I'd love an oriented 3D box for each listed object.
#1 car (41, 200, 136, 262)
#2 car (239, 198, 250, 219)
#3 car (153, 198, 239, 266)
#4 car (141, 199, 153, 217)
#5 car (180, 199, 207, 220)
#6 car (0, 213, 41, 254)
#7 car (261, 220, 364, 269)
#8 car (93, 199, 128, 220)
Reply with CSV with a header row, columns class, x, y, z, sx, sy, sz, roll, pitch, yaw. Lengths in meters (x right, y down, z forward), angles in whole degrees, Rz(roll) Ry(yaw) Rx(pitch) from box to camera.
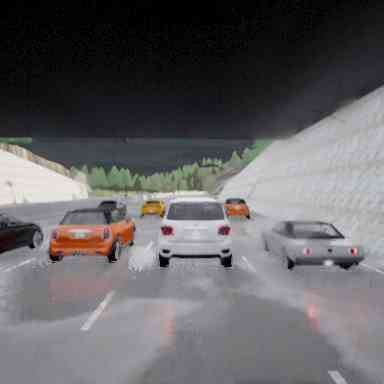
class,x,y,z,sx,sy,sz,roll,pitch,yaw
car,-3.399,1.324,12.216,2.097,1.767,4.553,0,0,0
car,3.595,1.287,28.476,2.097,1.767,4.553,0,0,0
car,0.101,1.195,11.542,2.150,2.045,5.566,0,0,0
car,-3.406,1.408,30.326,1.882,1.535,5.008,0,0,0
car,0.095,1.426,28.725,2.128,1.511,4.902,0,0,0
car,-6.899,1.465,11.423,2.128,1.511,4.902,0,0,0
car,3.600,1.576,10.975,1.895,1.301,4.718,0,0,0
car,-6.905,1.439,28.809,1.837,1.490,4.892,0,0,0
